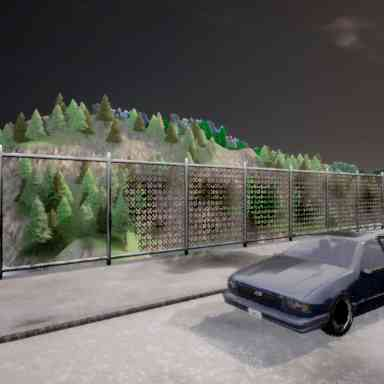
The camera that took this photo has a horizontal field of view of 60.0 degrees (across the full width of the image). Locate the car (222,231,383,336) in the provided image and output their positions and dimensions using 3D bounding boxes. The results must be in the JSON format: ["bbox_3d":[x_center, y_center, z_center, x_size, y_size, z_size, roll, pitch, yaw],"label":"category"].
[{"bbox_3d":[3.176,1.547,6.850,5.357,1.411,2.033,0,0,-35],"label":"car"}]
